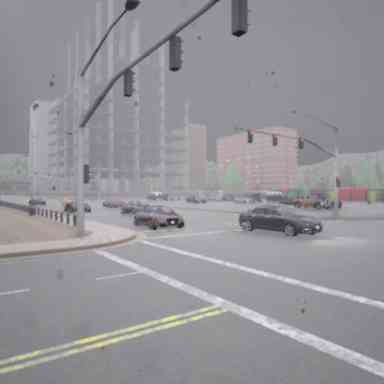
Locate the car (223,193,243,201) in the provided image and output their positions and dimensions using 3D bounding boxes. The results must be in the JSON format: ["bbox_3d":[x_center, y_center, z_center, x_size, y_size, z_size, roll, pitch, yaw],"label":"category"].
[{"bbox_3d":[9.522,1.158,76.830,1.932,1.855,4.605,0,0,-35],"label":"car"}]

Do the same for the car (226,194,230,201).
[{"bbox_3d":[7.361,1.368,75.239,1.784,1.438,3.905,0,0,-35],"label":"car"}]

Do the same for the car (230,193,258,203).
[{"bbox_3d":[9.016,1.399,57.908,1.970,1.475,3.806,0,0,-35],"label":"car"}]

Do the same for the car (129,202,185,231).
[{"bbox_3d":[-2.126,1.565,20.882,1.994,1.385,4.181,0,0,-31],"label":"car"}]

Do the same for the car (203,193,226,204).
[{"bbox_3d":[4.998,1.400,73.566,1.970,1.475,3.806,0,0,-35],"label":"car"}]

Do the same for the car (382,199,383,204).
[{"bbox_3d":[32.896,1.160,53.458,1.905,1.878,3.866,0,0,-35],"label":"car"}]

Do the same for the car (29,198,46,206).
[{"bbox_3d":[-24.725,1.603,53.186,1.895,1.301,4.718,0,0,-35],"label":"car"}]

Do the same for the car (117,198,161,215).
[{"bbox_3d":[-5.112,1.565,31.548,1.994,1.385,4.181,0,0,-35],"label":"car"}]

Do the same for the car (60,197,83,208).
[{"bbox_3d":[-18.132,1.480,49.870,1.882,1.535,5.008,0,0,-35],"label":"car"}]

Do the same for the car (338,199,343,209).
[{"bbox_3d":[16.902,1.159,42.089,1.905,1.878,3.866,0,0,-35],"label":"car"}]

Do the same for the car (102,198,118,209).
[{"bbox_3d":[-10.966,1.566,46.123,1.994,1.385,4.181,0,0,-35],"label":"car"}]

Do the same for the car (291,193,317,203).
[{"bbox_3d":[22.755,1.158,67.746,1.932,1.855,4.605,0,0,-35],"label":"car"}]

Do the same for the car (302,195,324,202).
[{"bbox_3d":[25.156,1.368,69.367,1.784,1.438,3.905,0,0,-35],"label":"car"}]

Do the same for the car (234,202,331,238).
[{"bbox_3d":[4.643,1.508,18.075,1.837,1.490,4.892,0,-1,-37],"label":"car"}]

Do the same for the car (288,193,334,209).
[{"bbox_3d":[14.508,1.156,40.461,1.932,1.855,4.605,0,0,-35],"label":"car"}]

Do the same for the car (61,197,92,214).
[{"bbox_3d":[-12.234,1.565,35.508,1.994,1.385,4.181,0,0,-35],"label":"car"}]
